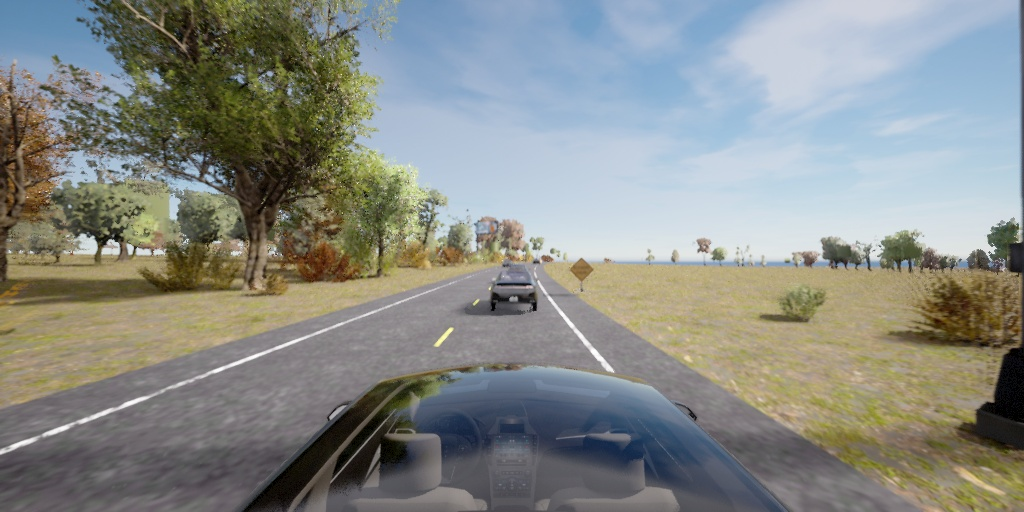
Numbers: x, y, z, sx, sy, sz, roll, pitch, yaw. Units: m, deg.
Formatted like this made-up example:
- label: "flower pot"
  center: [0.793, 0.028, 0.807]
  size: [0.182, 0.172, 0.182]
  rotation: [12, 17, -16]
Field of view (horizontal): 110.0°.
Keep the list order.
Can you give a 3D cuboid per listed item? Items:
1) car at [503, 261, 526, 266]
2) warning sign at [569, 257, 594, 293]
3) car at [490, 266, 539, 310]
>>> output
- label: "car"
  center: [0.500, 1.436, 30.254]
  size: [1.837, 1.490, 4.892]
  rotation: [0, 0, 3]
- label: "warning sign"
  center: [3.713, 1.000, 19.082]
  size: [1.300, 1.860, 1.060]
  rotation: [0, 0, 1]
- label: "car"
  center: [0.119, 1.355, 15.314]
  size: [2.128, 1.511, 4.902]
  rotation: [0, 0, 1]
